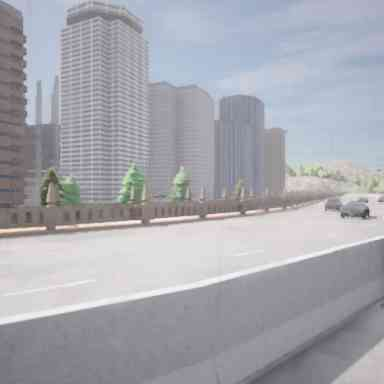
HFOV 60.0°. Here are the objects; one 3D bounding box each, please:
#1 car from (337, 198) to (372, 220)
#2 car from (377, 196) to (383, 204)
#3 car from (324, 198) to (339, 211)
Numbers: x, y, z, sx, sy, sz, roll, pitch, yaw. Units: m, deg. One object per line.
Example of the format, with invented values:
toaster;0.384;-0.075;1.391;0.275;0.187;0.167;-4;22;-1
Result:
car;14.262;1.543;28.872;1.812;1.442;4.674;0;0;35
car;36.851;1.512;63.909;1.812;1.442;4.674;0;0;26
car;17.087;1.537;39.879;1.837;1.490;4.892;0;0;28
